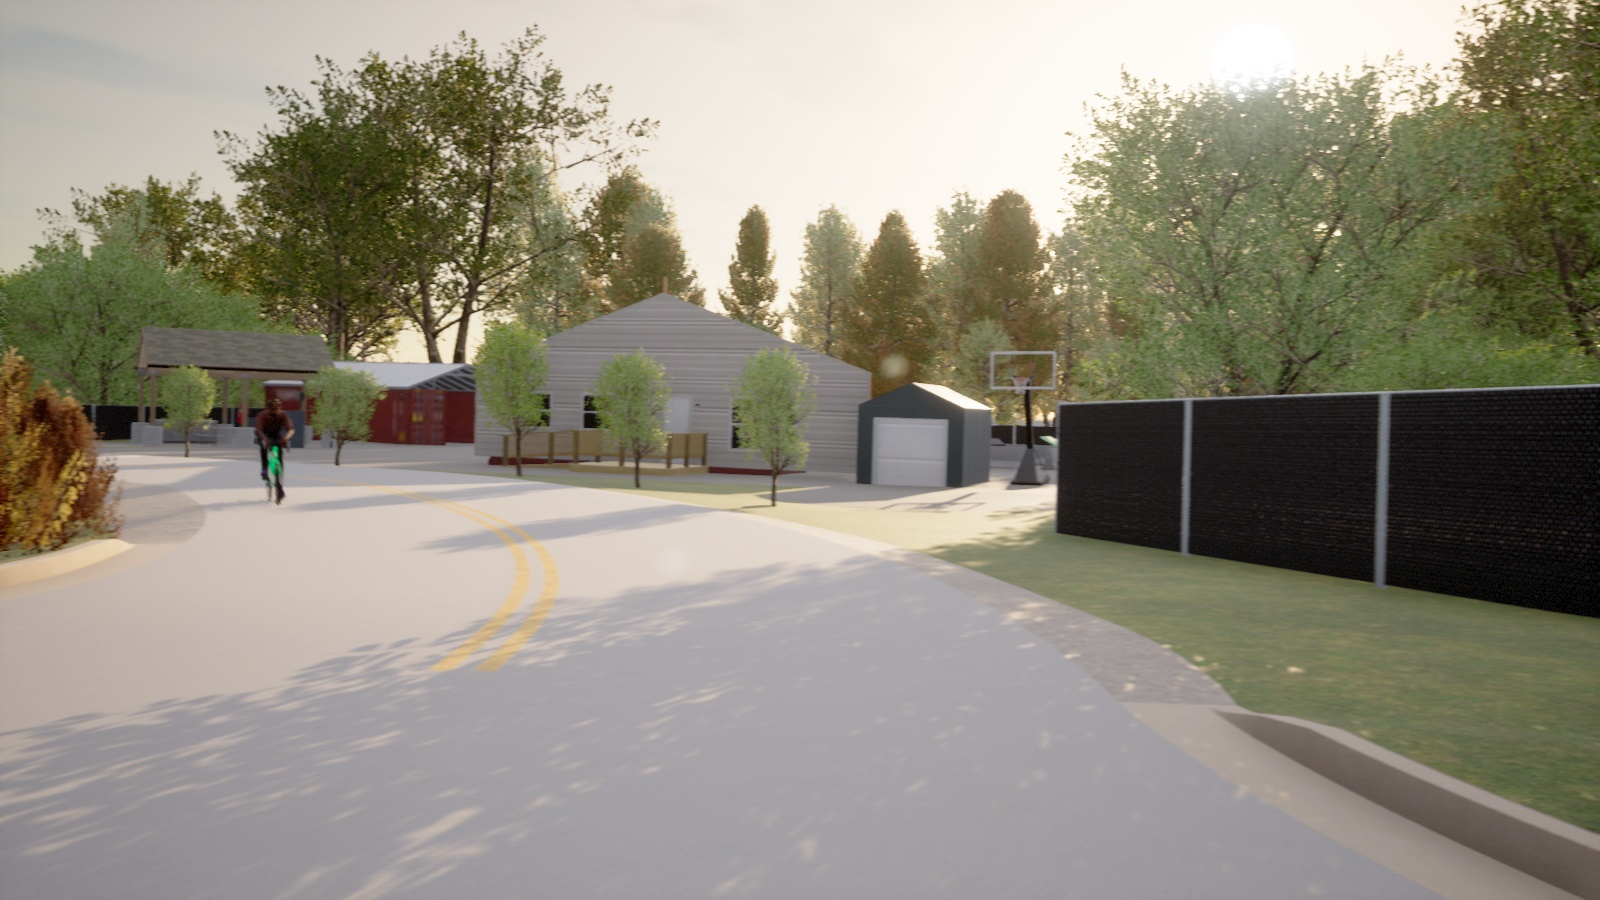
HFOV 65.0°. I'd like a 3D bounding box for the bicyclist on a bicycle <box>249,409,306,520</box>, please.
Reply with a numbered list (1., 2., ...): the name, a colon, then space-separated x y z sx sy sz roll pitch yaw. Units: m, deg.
1. bicyclist on a bicycle: -8.031 0.184 19.278 0.582 1.620 1.656 -2 2 -29
